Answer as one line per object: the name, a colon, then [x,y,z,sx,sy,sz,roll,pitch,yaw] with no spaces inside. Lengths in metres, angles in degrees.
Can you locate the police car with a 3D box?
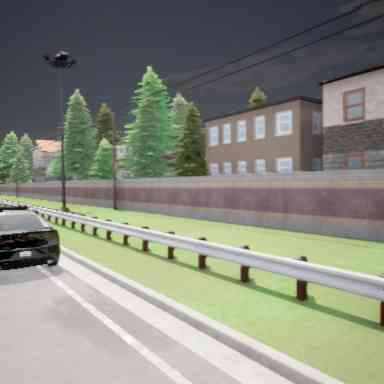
police car: [-5.479,1.218,9.877,1.930,1.638,5.238,-2,2,-37]
